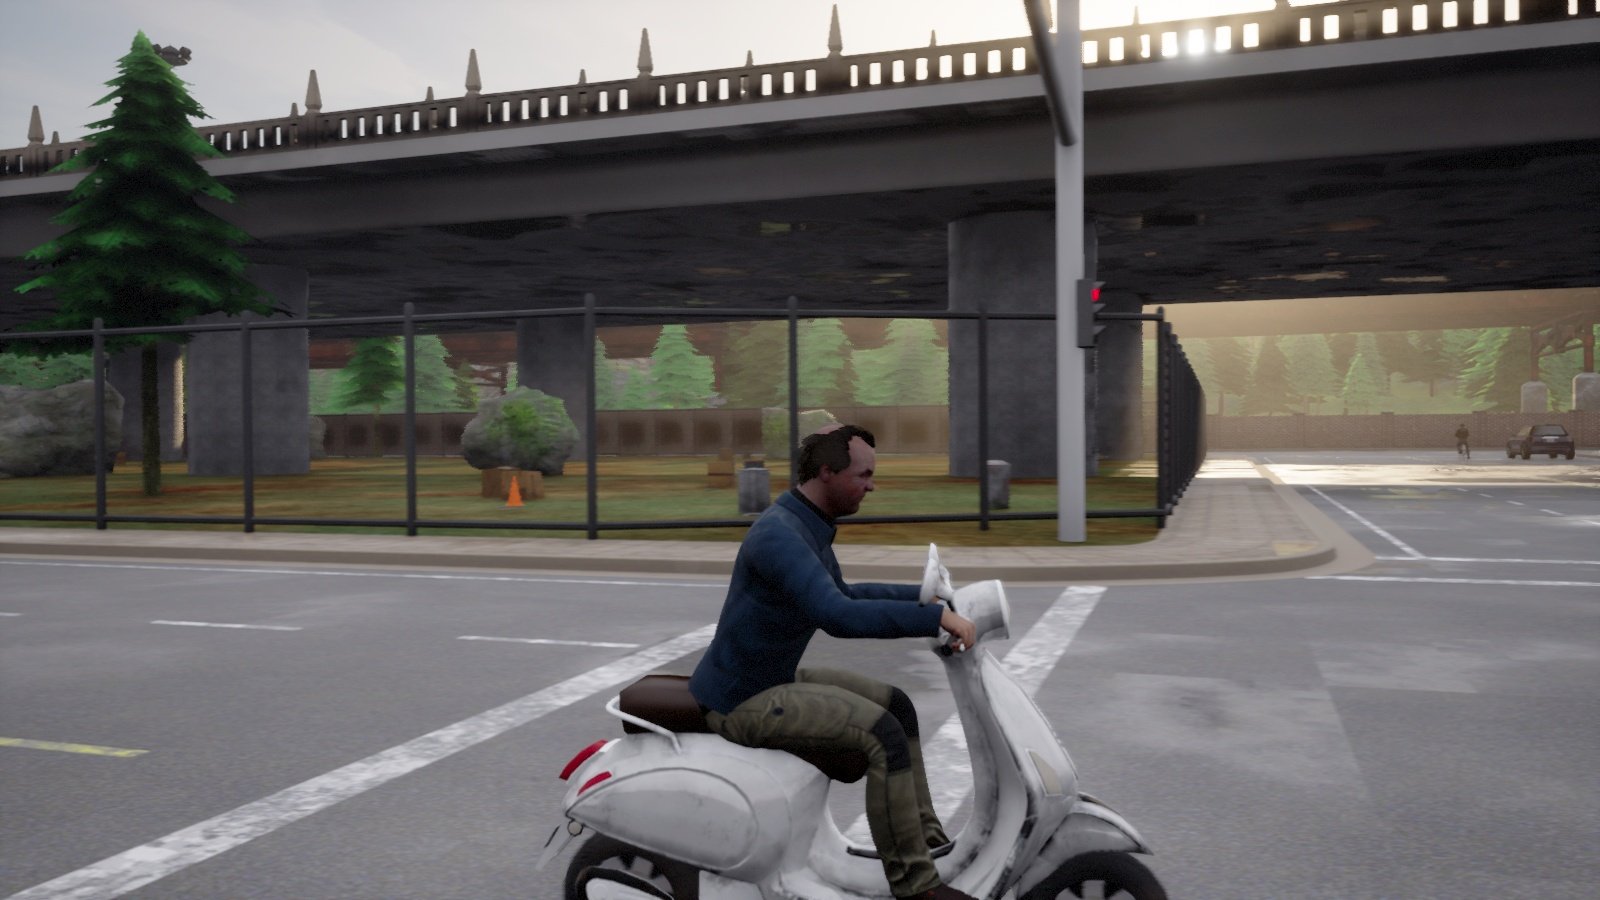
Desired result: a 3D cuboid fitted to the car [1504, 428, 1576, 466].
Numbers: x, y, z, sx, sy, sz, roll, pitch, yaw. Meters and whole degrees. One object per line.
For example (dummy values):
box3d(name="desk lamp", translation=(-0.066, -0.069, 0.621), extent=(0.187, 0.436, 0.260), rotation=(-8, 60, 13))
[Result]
box3d(name="car", translation=(35.524, -0.176, 60.407), extent=(2.097, 1.767, 4.553), rotation=(0, 1, 18))

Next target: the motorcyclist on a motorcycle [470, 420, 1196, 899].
box3d(name="motorcyclist on a motorcycle", translation=(0.108, 0.722, 3.555), extent=(1.817, 1.590, 0.866), rotation=(0, 0, 9))
